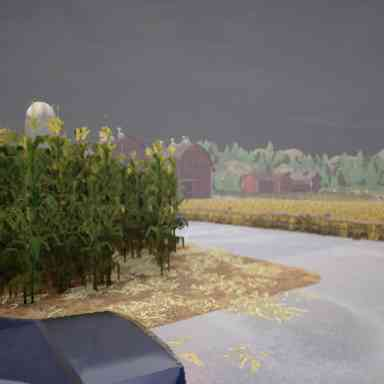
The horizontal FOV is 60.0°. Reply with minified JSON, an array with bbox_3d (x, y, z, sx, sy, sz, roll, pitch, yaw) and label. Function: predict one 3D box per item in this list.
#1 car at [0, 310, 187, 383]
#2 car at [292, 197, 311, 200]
[{"bbox_3d":[-2.471,1.556,1.617,5.357,1.411,2.033,-1,0,-35],"label":"car"},{"bbox_3d":[22.728,1.669,70.284,1.895,1.301,4.718,0,0,-36],"label":"car"}]
